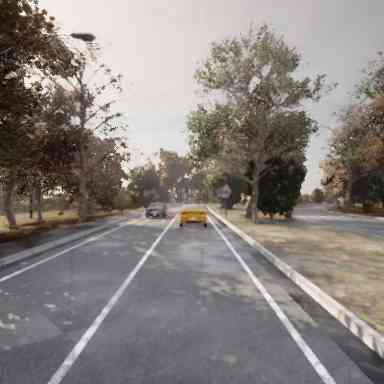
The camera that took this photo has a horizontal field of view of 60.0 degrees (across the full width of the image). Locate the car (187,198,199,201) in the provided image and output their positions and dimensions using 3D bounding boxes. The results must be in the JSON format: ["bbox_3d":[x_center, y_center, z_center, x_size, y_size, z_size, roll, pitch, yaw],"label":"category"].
[{"bbox_3d":[0.108,1.539,41.712,2.097,1.767,4.553,1,-3,0],"label":"car"}]

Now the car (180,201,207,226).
[{"bbox_3d":[0.097,1.653,24.885,1.882,1.535,5.008,0,-1,0],"label":"car"}]

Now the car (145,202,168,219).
[{"bbox_3d":[-3.350,1.761,32.228,2.128,1.511,4.902,0,-1,0],"label":"car"}]
